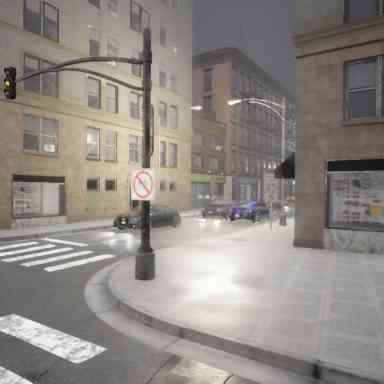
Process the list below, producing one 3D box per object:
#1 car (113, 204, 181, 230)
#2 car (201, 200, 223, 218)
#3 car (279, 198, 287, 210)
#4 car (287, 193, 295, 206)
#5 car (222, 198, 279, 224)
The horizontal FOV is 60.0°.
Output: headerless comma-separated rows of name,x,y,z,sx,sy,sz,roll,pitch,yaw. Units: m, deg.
car,-2.452,1.388,18.910,1.994,1.385,4.181,1,1,34
car,2.462,1.297,26.277,1.994,1.385,4.181,1,1,34
car,7.962,1.191,34.503,1.994,1.385,4.181,1,1,34
car,13.685,0.870,43.013,2.097,1.767,4.553,1,1,34
car,4.165,1.314,23.060,1.812,1.442,4.674,1,1,34
